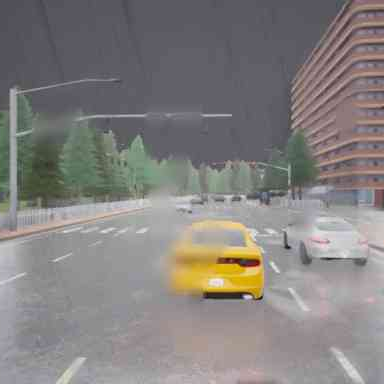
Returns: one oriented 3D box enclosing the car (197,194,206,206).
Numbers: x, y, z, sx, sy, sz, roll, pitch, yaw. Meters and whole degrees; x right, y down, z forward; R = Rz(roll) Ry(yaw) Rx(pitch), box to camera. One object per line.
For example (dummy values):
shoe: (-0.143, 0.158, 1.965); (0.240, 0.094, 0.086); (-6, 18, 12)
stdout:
car: (0.886, 1.526, 55.662); (1.812, 1.442, 4.674); (0, 0, 4)

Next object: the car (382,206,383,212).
car: (22.452, 1.560, 34.514); (4.892, 1.490, 1.837); (0, 0, 5)

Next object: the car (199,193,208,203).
car: (2.240, 1.225, 70.965); (2.150, 2.045, 5.566); (0, 0, 5)

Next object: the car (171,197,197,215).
car: (-0.876, 1.540, 34.467); (1.812, 1.442, 4.674); (0, 0, 5)

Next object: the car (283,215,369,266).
car: (4.436, 1.526, 11.521); (1.812, 1.442, 4.674); (0, 0, 5)

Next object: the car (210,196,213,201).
car: (6.349, 1.355, 85.492); (2.097, 1.767, 4.553); (0, 0, 24)

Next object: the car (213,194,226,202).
car: (6.588, 1.595, 75.858); (1.895, 1.301, 4.718); (0, 0, 13)

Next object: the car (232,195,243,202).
car: (10.554, 1.500, 77.124); (1.837, 1.490, 4.892); (0, 0, 17)

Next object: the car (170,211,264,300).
car: (0.657, 1.478, 8.488); (1.882, 1.535, 5.008); (0, 0, 5)
